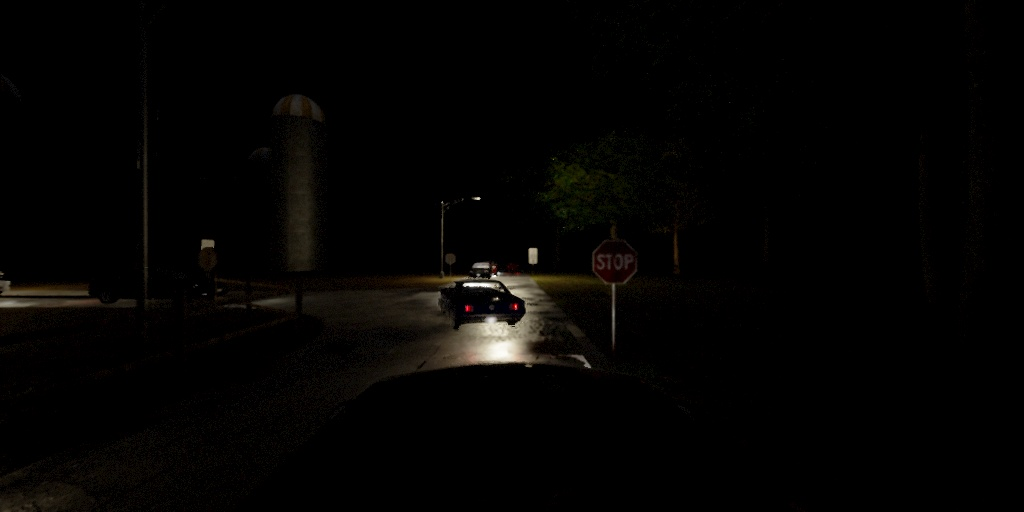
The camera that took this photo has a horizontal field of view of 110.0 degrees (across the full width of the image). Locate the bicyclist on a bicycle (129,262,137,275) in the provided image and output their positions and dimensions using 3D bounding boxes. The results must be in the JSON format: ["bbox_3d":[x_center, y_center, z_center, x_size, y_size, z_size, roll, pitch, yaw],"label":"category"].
[{"bbox_3d":[-22.736,1.214,21.836,0.582,1.620,1.656,0,0,0],"label":"bicyclist on a bicycle"}]

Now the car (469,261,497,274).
[{"bbox_3d":[-2.839,1.392,33.009,2.128,1.511,4.902,0,0,0],"label":"car"}]

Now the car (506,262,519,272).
[{"bbox_3d":[0.111,1.609,53.399,1.812,1.442,4.674,0,-1,0],"label":"car"}]

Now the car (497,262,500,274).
[{"bbox_3d":[-2.835,1.333,43.016,2.097,1.767,4.553,0,-1,0],"label":"car"}]

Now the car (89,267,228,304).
[{"bbox_3d":[-15.545,1.248,15.957,5.008,1.535,1.882,0,0,-2],"label":"car"}]

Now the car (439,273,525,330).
[{"bbox_3d":[-1.200,1.388,11.479,1.895,1.301,4.718,0,0,-17],"label":"car"}]

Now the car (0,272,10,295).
[{"bbox_3d":[-26.109,0.966,15.833,5.566,2.045,2.150,0,0,-1],"label":"car"}]
